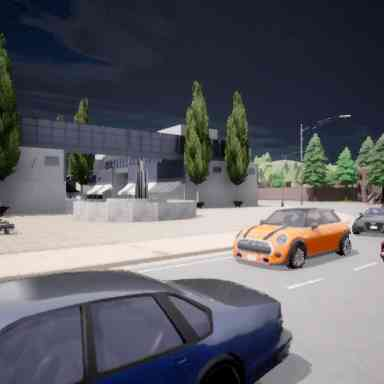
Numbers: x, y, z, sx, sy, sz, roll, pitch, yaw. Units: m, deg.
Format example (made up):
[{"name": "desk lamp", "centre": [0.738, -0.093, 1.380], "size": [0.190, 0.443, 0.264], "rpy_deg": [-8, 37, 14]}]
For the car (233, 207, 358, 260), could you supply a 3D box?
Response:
[{"name": "car", "centre": [3.477, 1.351, 11.305], "size": [4.553, 1.767, 2.097], "rpy_deg": [0, 0, -40]}]

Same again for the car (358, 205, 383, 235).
[{"name": "car", "centre": [10.127, 1.563, 17.972], "size": [1.994, 1.385, 4.181], "rpy_deg": [0, 0, 37]}]

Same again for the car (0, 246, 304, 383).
[{"name": "car", "centre": [-1.333, 1.548, 3.051], "size": [5.357, 1.411, 2.033], "rpy_deg": [0, 0, -37]}]

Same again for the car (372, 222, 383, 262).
[{"name": "car", "centre": [7.446, 1.600, 10.056], "size": [4.718, 1.301, 1.895], "rpy_deg": [0, 0, -42]}]
